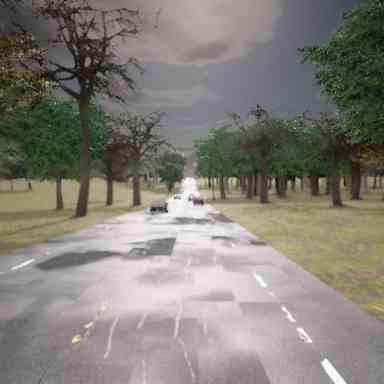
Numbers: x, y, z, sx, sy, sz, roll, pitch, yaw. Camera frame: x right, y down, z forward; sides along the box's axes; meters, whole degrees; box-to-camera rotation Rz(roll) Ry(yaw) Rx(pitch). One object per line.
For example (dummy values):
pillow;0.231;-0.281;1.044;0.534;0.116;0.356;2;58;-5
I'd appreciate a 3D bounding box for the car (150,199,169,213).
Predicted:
car;-3.603;1.541;37.434;1.882;1.535;5.008;0;0;0

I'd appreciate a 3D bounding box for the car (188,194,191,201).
car;-0.025;1.564;80.290;1.994;1.385;4.181;0;0;0

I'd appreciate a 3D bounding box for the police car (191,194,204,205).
police car;1.206;1.588;60.856;1.930;1.638;5.238;0;0;0
